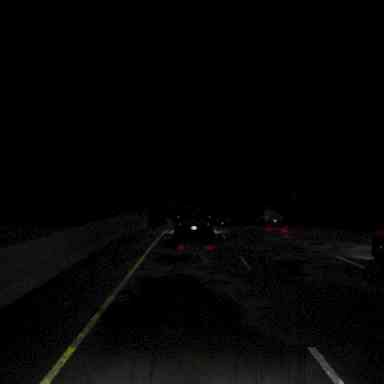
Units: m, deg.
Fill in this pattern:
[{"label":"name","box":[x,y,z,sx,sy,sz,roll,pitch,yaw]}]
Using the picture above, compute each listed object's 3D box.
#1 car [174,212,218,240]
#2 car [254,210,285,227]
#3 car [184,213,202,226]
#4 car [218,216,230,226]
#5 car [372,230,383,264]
[{"label":"car","box":[0.101,1.757,17.987,1.994,1.385,4.181,0,-2,0]},{"label":"car","box":[7.102,2.444,30.736,1.812,1.442,4.674,0,-5,0]},{"label":"car","box":[0.103,3.067,36.446,1.895,1.301,4.718,0,-6,0]},{"label":"car","box":[3.603,3.684,41.620,1.895,1.301,4.718,0,-7,0]},{"label":"car","box":[7.100,1.417,9.323,2.097,1.767,4.553,0,0,0]}]
